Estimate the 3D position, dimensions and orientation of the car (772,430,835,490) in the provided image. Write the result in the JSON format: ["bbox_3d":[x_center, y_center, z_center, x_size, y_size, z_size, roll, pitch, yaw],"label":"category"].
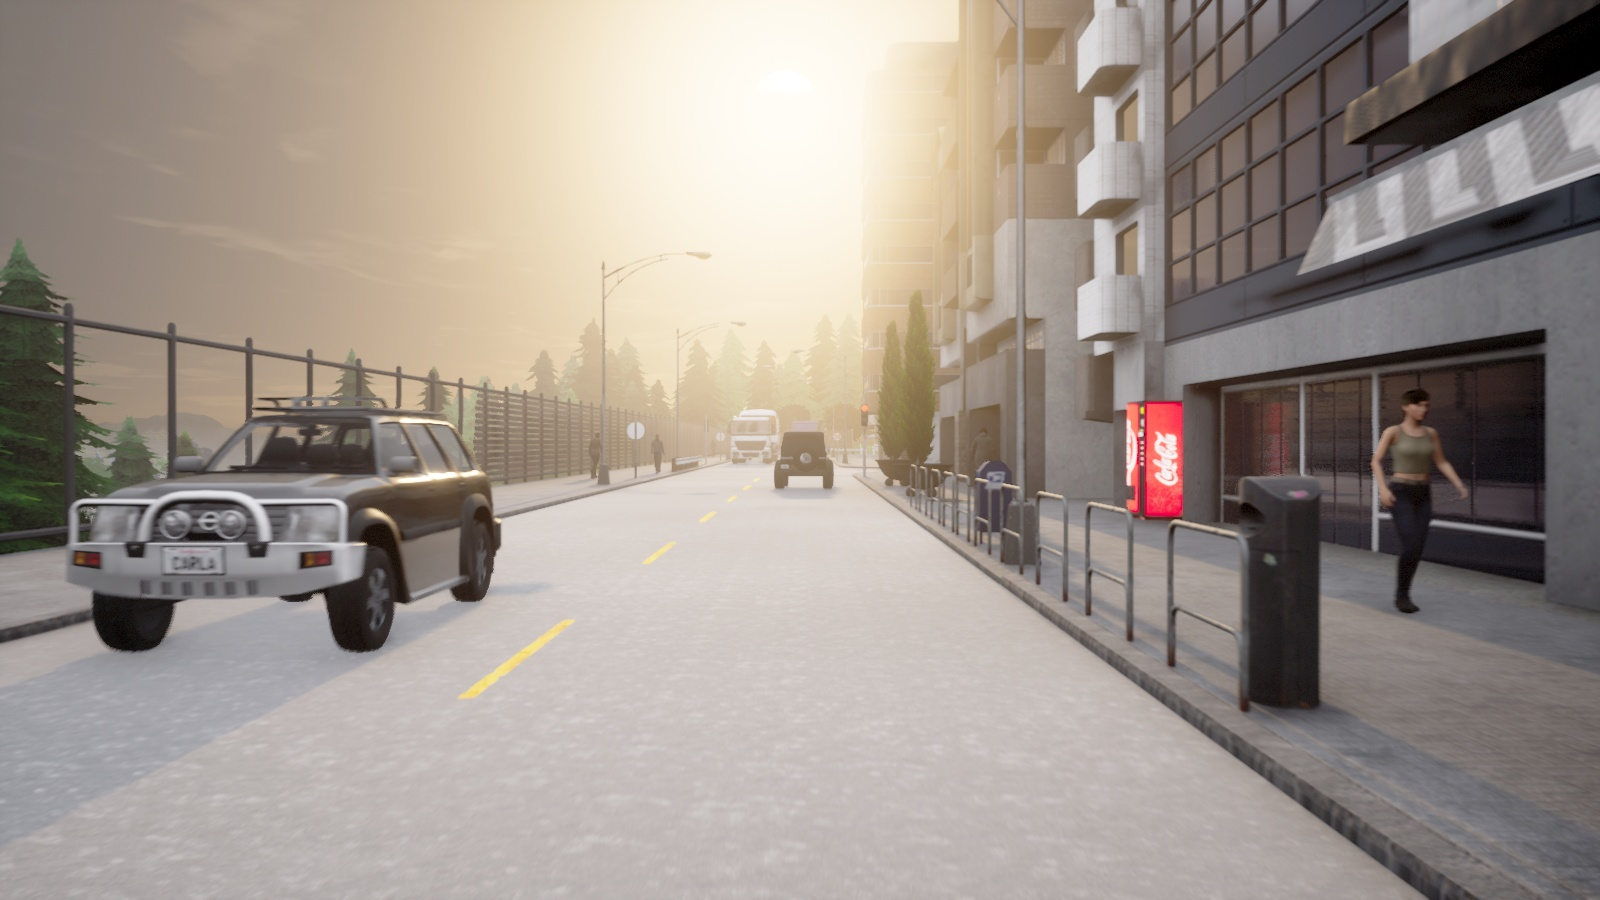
[{"bbox_3d":[0.164,0.308,41.570,1.905,1.878,3.866,0,0,2],"label":"car"}]

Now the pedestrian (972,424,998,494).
[{"bbox_3d":[5.253,0.259,35.636,0.659,1.952,0.873,0,0,11],"label":"pedestrian"}]

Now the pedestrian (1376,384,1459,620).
[{"bbox_3d":[4.959,0.403,10.105,0.345,1.836,0.594,0,0,-4],"label":"pedestrian"}]

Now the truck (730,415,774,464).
[{"bbox_3d":[-3.455,-0.757,92.142,2.891,3.462,7.936,0,0,0],"label":"truck"}]

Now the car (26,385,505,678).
[{"bbox_3d":[-3.926,0.502,10.262,1.932,1.855,4.605,0,0,0],"label":"car"}]

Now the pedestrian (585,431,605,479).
[{"bbox_3d":[-7.834,0.179,48.074,0.328,1.805,0.869,0,0,24],"label":"pedestrian"}]

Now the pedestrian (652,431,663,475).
[{"bbox_3d":[-6.343,0.136,55.877,0.423,1.949,0.788,0,0,-11],"label":"pedestrian"}]
